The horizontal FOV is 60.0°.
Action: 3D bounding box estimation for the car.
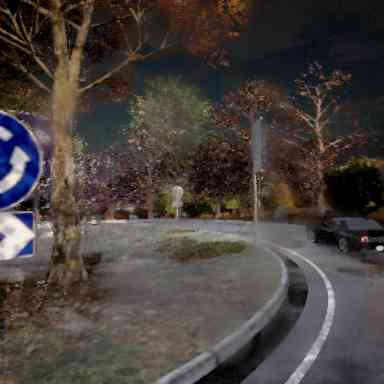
[{"bbox_3d":[6.580,1.734,14.117,1.895,1.301,4.718,-1,0,-4],"label":"car"}]
